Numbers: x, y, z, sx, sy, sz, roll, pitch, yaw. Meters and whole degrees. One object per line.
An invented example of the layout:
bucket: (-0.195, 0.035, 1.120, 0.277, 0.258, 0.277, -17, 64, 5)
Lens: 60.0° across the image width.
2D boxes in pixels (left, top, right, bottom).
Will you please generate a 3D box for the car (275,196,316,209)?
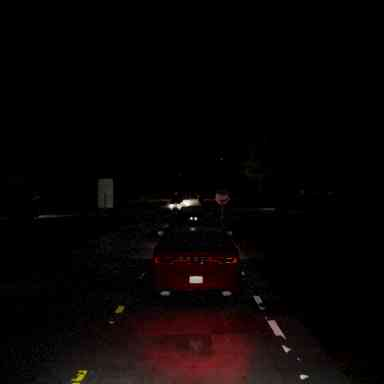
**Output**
car: (12.052, 1.180, 38.922, 4.674, 1.442, 1.812, -1, 1, 0)

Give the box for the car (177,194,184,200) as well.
car: (-3.170, 1.257, 91.928, 1.882, 1.535, 5.008, 0, 0, 0)

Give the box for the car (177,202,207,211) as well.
car: (0.093, 1.501, 18.221, 1.837, 1.490, 4.892, 0, 0, 1)

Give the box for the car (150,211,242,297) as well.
car: (0.089, 1.474, 8.641, 1.882, 1.535, 5.008, 0, 0, 0)

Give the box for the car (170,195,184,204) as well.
car: (-3.022, 1.630, 61.823, 1.895, 1.301, 4.718, 0, 0, 0)

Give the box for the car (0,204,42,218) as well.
car: (-18.235, 1.935, 35.186, 4.181, 1.385, 1.994, -1, 1, 0)
